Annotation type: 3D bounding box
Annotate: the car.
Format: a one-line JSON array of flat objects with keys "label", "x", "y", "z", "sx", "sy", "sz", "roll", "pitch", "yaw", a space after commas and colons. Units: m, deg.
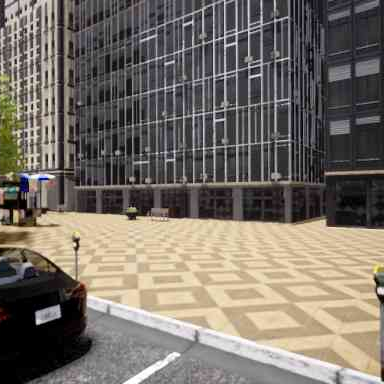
[{"label": "car", "x": -3.489, "y": 1.573, "z": 5.376, "sx": 4.313, "sy": 1.339, "sz": 1.947, "roll": 0, "pitch": 0, "yaw": 36}]
